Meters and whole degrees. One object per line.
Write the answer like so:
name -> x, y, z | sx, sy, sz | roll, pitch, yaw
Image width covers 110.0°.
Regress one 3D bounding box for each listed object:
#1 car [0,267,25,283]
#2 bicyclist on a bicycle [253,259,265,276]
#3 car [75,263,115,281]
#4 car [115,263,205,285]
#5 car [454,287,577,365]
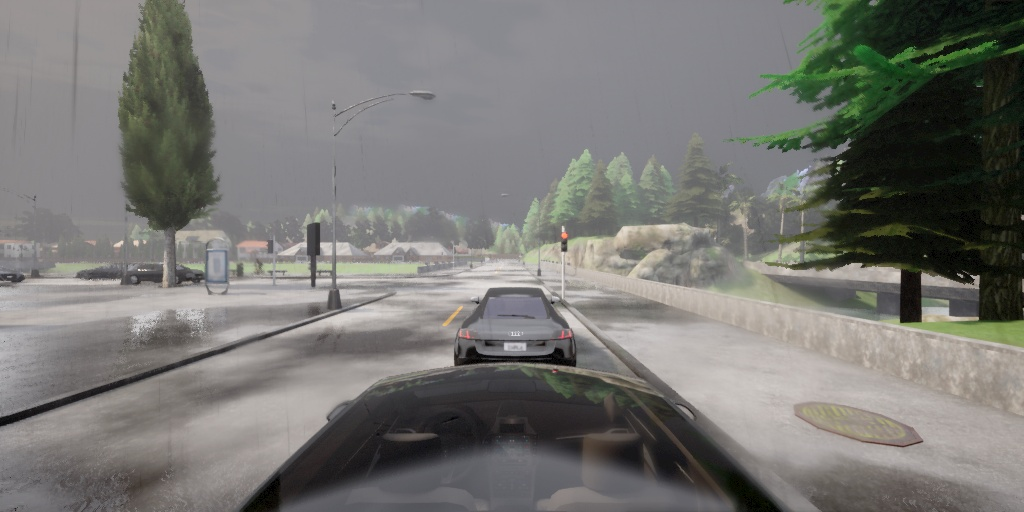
car -> -38.027, 1.313, 25.748 | 4.181, 1.385, 1.994 | 0, 0, 0
bicyclist on a bicycle -> -24.104, 1.099, 34.140 | 0.582, 1.620, 1.656 | 0, 0, 0
car -> -32.886, 1.297, 29.947 | 5.357, 1.411, 2.033 | 0, 0, 0
car -> -24.836, 1.255, 25.742 | 4.892, 1.490, 1.837 | 0, 0, 0
car -> 0.063, 1.314, 7.318 | 1.994, 1.385, 4.181 | 0, 0, 0
